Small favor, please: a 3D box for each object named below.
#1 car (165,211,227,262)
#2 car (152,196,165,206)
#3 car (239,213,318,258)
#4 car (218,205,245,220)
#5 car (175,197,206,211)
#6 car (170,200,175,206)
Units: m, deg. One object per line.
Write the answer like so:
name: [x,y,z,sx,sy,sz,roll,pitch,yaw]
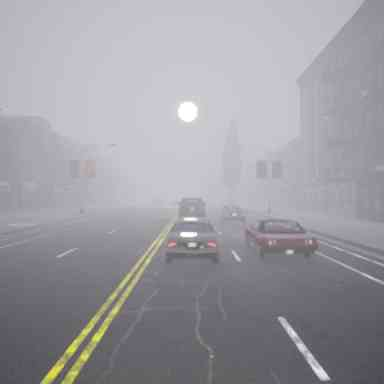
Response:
car: [0.012,1.661,12.558,2.033,1.411,5.357,0,0,0]
car: [-6.505,1.758,65.363,2.150,2.045,5.566,0,-1,0]
car: [3.271,1.719,13.268,1.895,1.301,4.718,0,0,1]
car: [3.265,1.755,27.557,2.033,1.411,5.357,0,0,0]
car: [0.012,1.432,27.610,2.150,2.045,5.566,0,0,0]
car: [-3.257,2.135,65.389,1.895,1.301,4.718,0,-1,0]
